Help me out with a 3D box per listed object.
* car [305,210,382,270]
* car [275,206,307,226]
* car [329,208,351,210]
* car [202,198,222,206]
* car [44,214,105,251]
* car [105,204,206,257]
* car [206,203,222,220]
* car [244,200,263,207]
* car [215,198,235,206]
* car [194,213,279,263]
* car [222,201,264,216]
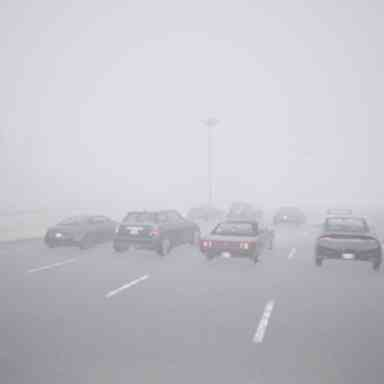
[{"bbox_3d":[5.283,1.599,11.568,2.128,1.511,4.902,0,0,22],"label":"car"},{"bbox_3d":[7.577,1.799,25.628,1.994,1.385,4.181,0,-1,27],"label":"car"},{"bbox_3d":[10.672,1.819,24.002,1.895,1.301,4.718,0,-1,26],"label":"car"},{"bbox_3d":[4.461,2.209,74.162,2.128,1.511,4.902,0,-1,37],"label":"car"},{"bbox_3d":[-4.582,1.708,15.172,1.994,1.385,4.181,0,0,22],"label":"car"},{"bbox_3d":[-1.291,1.482,13.978,2.097,1.767,4.553,0,-1,22],"label":"car"},{"bbox_3d":[1.278,1.758,28.678,2.128,1.511,4.902,0,0,26],"label":"car"},{"bbox_3d":[12.474,2.213,67.354,1.895,1.301,4.718,0,-1,37],"label":"car"},{"bbox_3d":[7.137,2.187,71.898,2.128,1.511,4.902,0,-1,37],"label":"car"},{"bbox_3d":[1.912,1.718,12.581,1.895,1.301,4.718,0,-1,22],"label":"car"},{"bbox_3d":[4.416,1.601,27.125,2.097,1.767,4.553,0,-1,26],"label":"car"}]
